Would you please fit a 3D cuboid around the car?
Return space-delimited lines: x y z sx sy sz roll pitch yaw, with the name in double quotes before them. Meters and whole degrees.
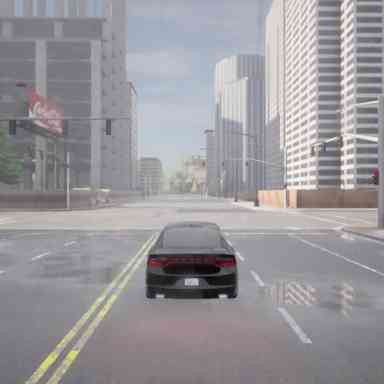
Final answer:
"car" 0.001 1.478 8.499 1.882 1.535 5.008 0 0 0
